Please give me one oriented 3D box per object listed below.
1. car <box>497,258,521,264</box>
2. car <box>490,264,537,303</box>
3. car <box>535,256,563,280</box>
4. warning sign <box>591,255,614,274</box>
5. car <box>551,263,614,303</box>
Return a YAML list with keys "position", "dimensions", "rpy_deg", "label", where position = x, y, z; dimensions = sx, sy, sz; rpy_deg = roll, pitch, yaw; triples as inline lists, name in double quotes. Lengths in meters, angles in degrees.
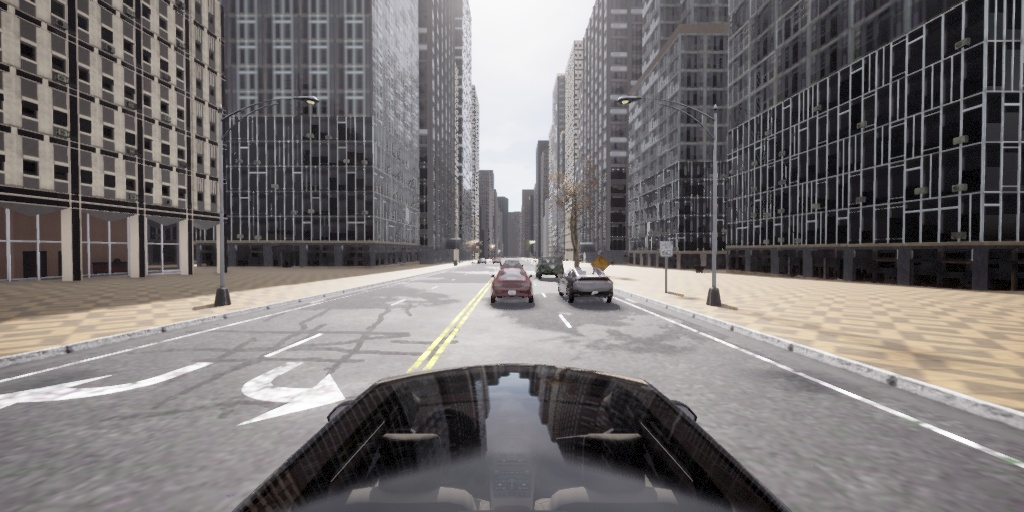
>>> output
- position: [0.000, 1.108, 31.474]
  dimensions: [2.097, 1.767, 4.553]
  rpy_deg: [0, 0, 0]
  label: "car"
- position: [0.000, 1.279, 16.502]
  dimensions: [1.812, 1.442, 4.674]
  rpy_deg: [0, 0, 0]
  label: "car"
- position: [3.250, 0.999, 31.532]
  dimensions: [2.150, 2.045, 5.566]
  rpy_deg: [0, 0, 0]
  label: "car"
- position: [6.100, 0.858, 24.875]
  dimensions: [1.300, 1.860, 1.060]
  rpy_deg: [0, 0, 0]
  label: "warning sign"
- position: [3.251, 1.241, 16.502]
  dimensions: [2.128, 1.511, 4.902]
  rpy_deg: [0, 0, 0]
  label: "car"
